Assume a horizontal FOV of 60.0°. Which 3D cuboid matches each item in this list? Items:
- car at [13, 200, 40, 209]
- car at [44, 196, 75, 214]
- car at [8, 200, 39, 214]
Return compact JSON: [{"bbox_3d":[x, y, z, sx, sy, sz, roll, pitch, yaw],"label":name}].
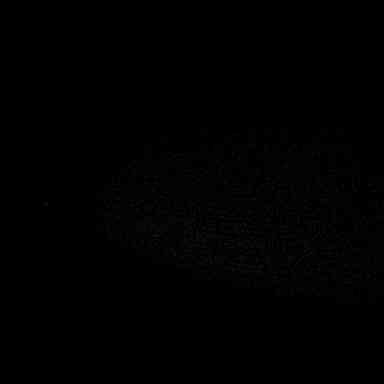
[{"bbox_3d":[-26.318,1.931,53.153,1.994,1.385,4.181,0,0,5],"label":"car"},{"bbox_3d":[-16.013,1.518,40.552,2.150,2.045,5.566,0,-1,-2],"label":"car"},{"bbox_3d":[-19.363,1.743,38.412,1.882,1.535,5.008,0,-1,-5],"label":"car"}]
